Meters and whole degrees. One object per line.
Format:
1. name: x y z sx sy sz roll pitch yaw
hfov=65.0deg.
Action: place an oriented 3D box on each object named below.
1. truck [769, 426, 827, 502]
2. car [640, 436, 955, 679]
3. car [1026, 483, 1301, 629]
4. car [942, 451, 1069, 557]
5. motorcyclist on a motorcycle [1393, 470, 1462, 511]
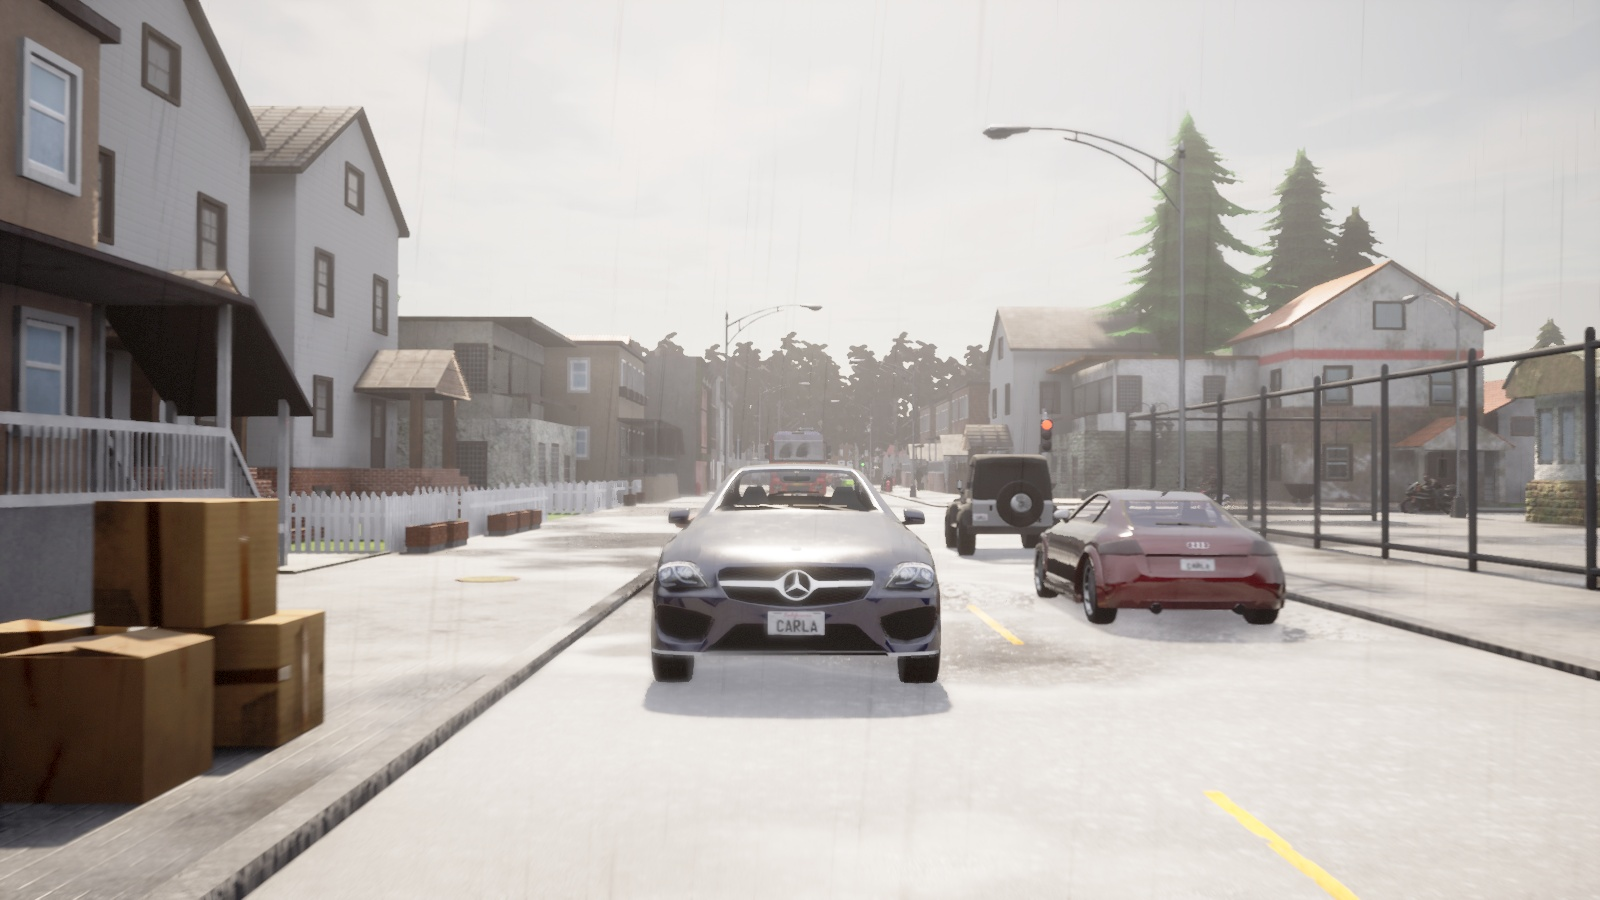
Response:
1. truck: -0.182 0.770 67.325 2.891 3.827 8.468 0 -1 -1
2. car: -0.026 0.778 11.116 2.152 1.651 5.027 0 -1 0
3. car: 3.947 1.103 14.440 1.994 1.385 4.181 0 -1 1
4. car: 3.899 1.000 24.406 1.905 1.878 3.866 0 -1 1
5. motorcyclist on a motorcycle: 24.012 1.553 48.113 2.191 1.530 0.866 0 -1 0
